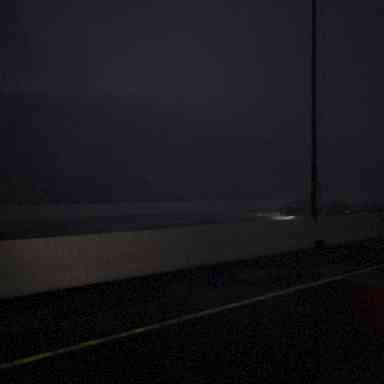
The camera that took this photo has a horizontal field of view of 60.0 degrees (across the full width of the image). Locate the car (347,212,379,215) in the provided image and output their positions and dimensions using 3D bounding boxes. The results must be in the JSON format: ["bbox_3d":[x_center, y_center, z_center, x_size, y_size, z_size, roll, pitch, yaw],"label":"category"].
[{"bbox_3d":[14.451,1.537,27.197,4.674,1.442,1.812,0,0,-35],"label":"car"}]
